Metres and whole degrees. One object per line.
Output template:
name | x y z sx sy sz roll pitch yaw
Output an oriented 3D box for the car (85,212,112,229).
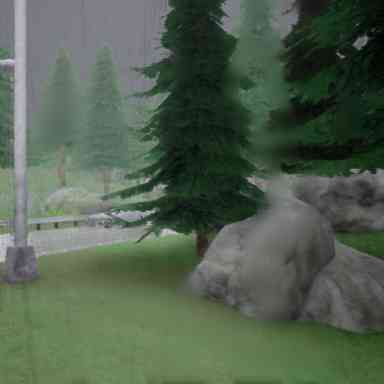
car | -5.069 1.637 22.748 1.812 1.442 4.674 0 0 35
